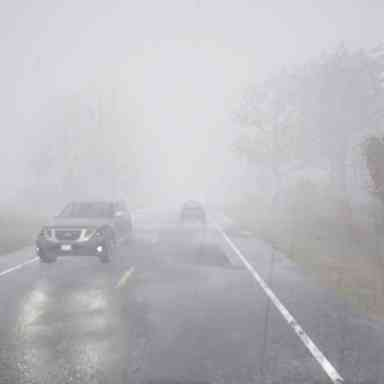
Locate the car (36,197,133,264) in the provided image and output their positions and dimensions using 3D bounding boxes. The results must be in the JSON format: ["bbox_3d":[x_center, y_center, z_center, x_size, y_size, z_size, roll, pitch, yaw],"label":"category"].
[{"bbox_3d":[-3.621,1.244,12.332,2.150,2.045,5.566,0,0,0],"label":"car"}]

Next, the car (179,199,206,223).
[{"bbox_3d":[0.045,1.551,26.211,2.128,1.511,4.902,0,0,0],"label":"car"}]
